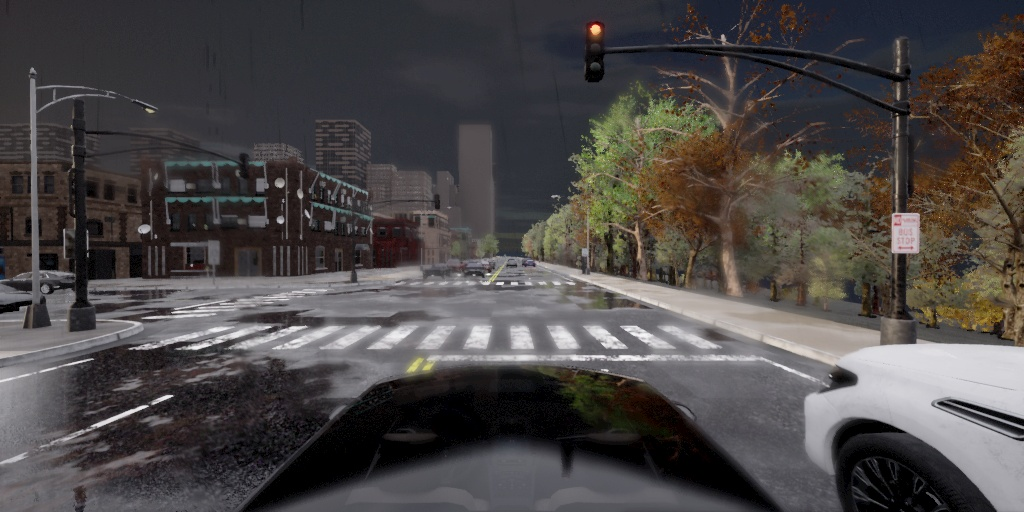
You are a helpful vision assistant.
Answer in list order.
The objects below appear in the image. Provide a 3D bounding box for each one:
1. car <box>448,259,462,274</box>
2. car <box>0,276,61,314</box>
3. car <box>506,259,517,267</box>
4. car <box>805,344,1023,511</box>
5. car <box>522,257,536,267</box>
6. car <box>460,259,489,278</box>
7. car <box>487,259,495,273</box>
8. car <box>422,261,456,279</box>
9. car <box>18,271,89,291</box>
[{"bbox_3d":[-6.681,1.088,41.560,2.097,1.767,4.553,0,0,0],"label":"car"},{"bbox_3d":[-19.973,1.565,13.123,4.313,1.339,1.948,0,0,0],"label":"car"},{"bbox_3d":[-0.054,1.290,64.107,1.994,1.385,4.181,0,0,0],"label":"car"},{"bbox_3d":[3.356,0.972,0.374,2.150,2.045,5.566,0,0,0],"label":"car"},{"bbox_3d":[3.204,1.252,64.077,1.812,1.442,4.674,0,0,0],"label":"car"},{"bbox_3d":[-3.446,1.287,33.865,2.033,1.411,5.357,0,0,-4],"label":"car"},{"bbox_3d":[-3.434,1.261,43.328,1.812,1.442,4.674,0,0,0],"label":"car"},{"bbox_3d":[-6.678,1.341,32.475,1.895,1.301,4.718,0,0,0],"label":"car"},{"bbox_3d":[-28.326,1.560,21.616,4.403,1.370,2.007,0,0,0],"label":"car"}]
